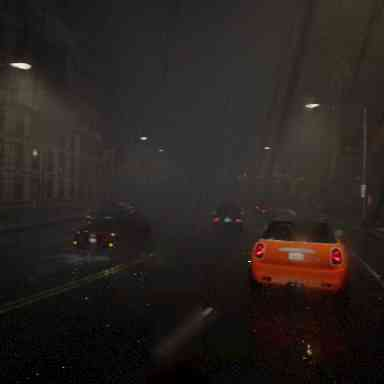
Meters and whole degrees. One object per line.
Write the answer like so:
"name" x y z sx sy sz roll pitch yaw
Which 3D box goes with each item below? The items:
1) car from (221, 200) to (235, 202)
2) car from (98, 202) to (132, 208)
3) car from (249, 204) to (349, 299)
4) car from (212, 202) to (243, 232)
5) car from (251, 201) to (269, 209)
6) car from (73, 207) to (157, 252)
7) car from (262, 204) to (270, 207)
"car" 3.545 1.538 32.895 1.882 1.535 5.008 1 0 6
"car" -4.952 1.413 21.047 2.128 1.511 4.902 1 0 8
"car" 2.956 1.400 9.032 2.097 1.767 4.553 1 0 21
"car" 2.204 1.585 20.652 2.033 1.411 5.357 1 0 6
"car" 7.024 1.643 33.548 1.812 1.442 4.674 1 0 6
"car" -2.982 1.517 13.640 1.994 1.385 4.181 1 0 15
"car" 5.658 1.695 20.923 1.895 1.301 4.718 1 0 9
